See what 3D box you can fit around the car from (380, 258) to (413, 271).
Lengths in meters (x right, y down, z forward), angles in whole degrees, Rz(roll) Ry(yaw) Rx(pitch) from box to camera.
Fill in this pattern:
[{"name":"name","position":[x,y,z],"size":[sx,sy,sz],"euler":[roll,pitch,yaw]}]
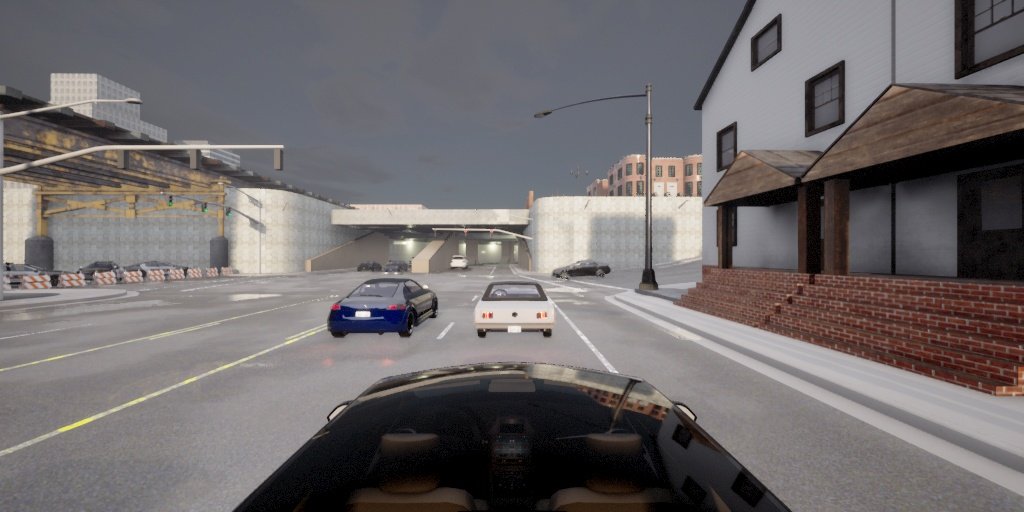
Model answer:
[{"name":"car","position":[-14.848,1.297,46.355],"size":[2.033,1.411,5.357],"euler":[0,0,-1]}]

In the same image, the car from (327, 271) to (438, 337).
[{"name":"car","position":[-3.432,1.314,10.284],"size":[1.994,1.385,4.181],"euler":[0,0,0]}]

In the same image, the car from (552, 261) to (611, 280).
[{"name":"car","position":[5.841,1.172,30.269],"size":[4.902,1.511,2.128],"euler":[-3,0,2]}]

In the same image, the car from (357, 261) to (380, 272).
[{"name":"car","position":[-18.345,1.313,46.268],"size":[1.994,1.385,4.181],"euler":[0,0,-1]}]

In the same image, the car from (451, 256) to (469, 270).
[{"name":"car","position":[-7.863,0.971,54.274],"size":[2.150,2.045,5.566],"euler":[0,0,-1]}]

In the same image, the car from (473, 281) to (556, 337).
[{"name":"car","position":[0.070,1.351,10.239],"size":[1.895,1.301,4.718],"euler":[0,0,0]}]

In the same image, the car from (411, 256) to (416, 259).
[{"name":"car","position":[-15.113,1.242,56.827],"size":[2.128,1.511,4.902],"euler":[0,0,-1]}]
